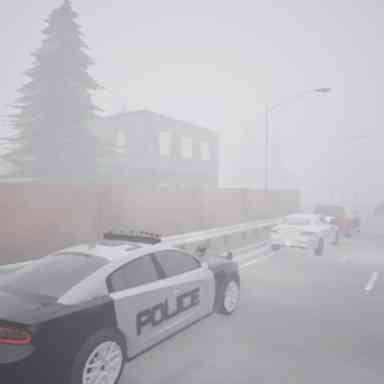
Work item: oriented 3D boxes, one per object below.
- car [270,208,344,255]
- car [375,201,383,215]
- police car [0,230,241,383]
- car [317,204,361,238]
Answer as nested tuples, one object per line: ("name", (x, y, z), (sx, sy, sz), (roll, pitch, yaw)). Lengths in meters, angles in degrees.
("car", (4.676, 1.590, 13.612), (1.812, 1.442, 4.674), (0, 0, 34))
("car", (20.482, 1.661, 35.022), (1.837, 1.490, 4.892), (0, 0, 35))
("police car", (-0.870, 1.455, 5.423), (1.930, 1.638, 5.238), (0, 0, 34))
("car", (8.023, 1.437, 18.556), (2.097, 1.767, 4.553), (0, 0, 34))
